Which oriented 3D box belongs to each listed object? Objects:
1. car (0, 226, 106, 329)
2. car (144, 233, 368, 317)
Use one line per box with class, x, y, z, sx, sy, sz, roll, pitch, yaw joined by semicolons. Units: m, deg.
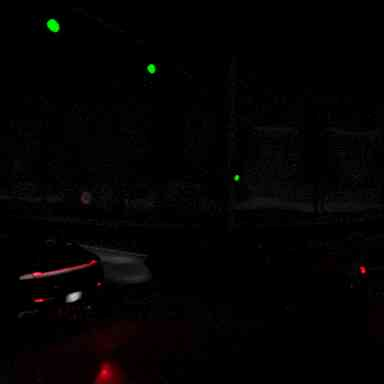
car;-3.867;1.453;6.752;4.902;1.511;2.128;0;0;36
car;1.173;1.582;7.455;4.718;1.301;1.895;0;0;36
